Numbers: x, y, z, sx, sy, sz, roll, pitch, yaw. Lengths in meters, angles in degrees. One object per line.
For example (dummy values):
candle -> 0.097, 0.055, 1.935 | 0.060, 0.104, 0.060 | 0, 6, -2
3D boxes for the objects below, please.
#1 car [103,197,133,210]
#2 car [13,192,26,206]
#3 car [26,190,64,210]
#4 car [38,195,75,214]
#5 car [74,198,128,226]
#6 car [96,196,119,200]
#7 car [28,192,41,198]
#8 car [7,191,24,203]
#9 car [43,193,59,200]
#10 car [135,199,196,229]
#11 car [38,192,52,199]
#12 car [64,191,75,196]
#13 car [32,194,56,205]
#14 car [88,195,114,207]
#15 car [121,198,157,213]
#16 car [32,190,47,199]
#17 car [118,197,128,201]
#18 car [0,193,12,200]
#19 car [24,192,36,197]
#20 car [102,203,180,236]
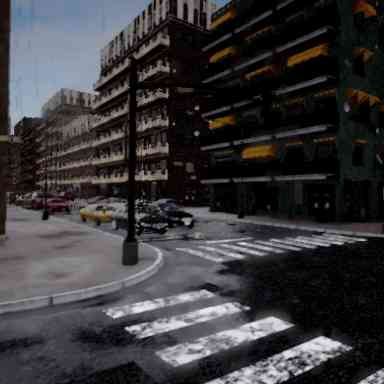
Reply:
car -> -9.101, 1.334, 40.602 | 2.008, 1.369, 4.403 | 2, 0, -36
car -> -22.336, 1.042, 44.598 | 1.752, 1.417, 4.829 | 2, -1, -36
car -> -15.902, 0.967, 35.717 | 2.192, 1.841, 5.009 | 2, -1, -36
car -> -12.645, 1.265, 31.205 | 1.887, 1.381, 4.507 | 2, -1, -36
car -> -6.016, 1.387, 22.046 | 1.752, 1.417, 4.829 | 2, -1, -36
car -> -8.612, 1.365, 30.036 | 1.994, 1.385, 4.181 | 1, 0, -36
car -> -38.476, 0.724, 81.196 | 2.008, 1.369, 4.403 | 2, 0, -36
car -> -25.693, 0.762, 49.248 | 2.192, 1.841, 5.009 | 2, -1, -36
car -> -28.685, 0.926, 67.664 | 2.008, 1.369, 4.403 | 2, 0, -36
car -> -1.680, 1.441, 20.454 | 2.128, 1.511, 4.902 | 1, 0, -36
car -> -31.948, 0.852, 72.174 | 1.887, 1.381, 4.507 | 2, 0, -36
car -> -22.150, 0.825, 58.645 | 2.192, 1.841, 5.009 | 2, 0, -36
car -> -21.351, 1.081, 47.797 | 2.033, 1.411, 5.357 | 1, 0, -36
car -> -12.464, 1.238, 45.250 | 1.752, 1.417, 4.829 | 2, 0, -36
car -> -5.838, 1.403, 36.091 | 2.008, 1.369, 4.403 | 2, 0, -36
car -> -35.205, 0.556, 76.686 | 2.192, 1.841, 5.009 | 2, 0, -36
car -> -8.693, 1.397, 35.437 | 1.895, 1.301, 4.718 | 1, 0, -36
car -> -35.493, 0.810, 62.778 | 1.947, 1.339, 4.313 | 2, -1, -36
car -> -41.741, 0.673, 85.706 | 1.947, 1.339, 4.313 | 2, 0, -36
car -> -2.853, 1.480, 17.673 | 2.008, 1.369, 4.403 | 2, -1, -36
